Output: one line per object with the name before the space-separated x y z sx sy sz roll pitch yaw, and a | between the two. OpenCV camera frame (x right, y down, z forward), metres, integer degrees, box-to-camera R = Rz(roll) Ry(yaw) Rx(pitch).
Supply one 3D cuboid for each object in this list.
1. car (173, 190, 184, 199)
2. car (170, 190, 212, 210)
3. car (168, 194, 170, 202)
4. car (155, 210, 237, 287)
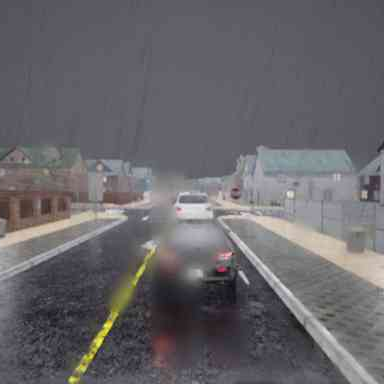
car | -2.882 0.485 72.843 2.150 2.045 5.566 0 1 0
car | -0.006 1.019 19.873 2.150 2.045 5.566 0 1 -2
car | -2.919 0.774 57.441 2.097 1.767 4.553 0 1 0
car | 0.090 1.433 8.896 1.812 1.442 4.674 0 1 0
